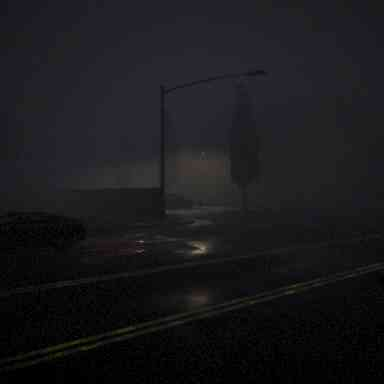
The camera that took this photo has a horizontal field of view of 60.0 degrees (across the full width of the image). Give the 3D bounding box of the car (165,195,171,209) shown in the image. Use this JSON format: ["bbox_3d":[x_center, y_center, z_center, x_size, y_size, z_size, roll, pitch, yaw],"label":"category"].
[{"bbox_3d":[-5.020,1.510,41.820,1.837,1.490,4.892,0,0,-36],"label":"car"}]

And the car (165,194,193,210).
[{"bbox_3d":[-2.114,1.228,43.791,2.150,2.045,5.566,0,0,-36],"label":"car"}]

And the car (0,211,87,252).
[{"bbox_3d":[-6.396,1.491,12.235,4.902,1.511,2.128,0,0,-35],"label":"car"}]
